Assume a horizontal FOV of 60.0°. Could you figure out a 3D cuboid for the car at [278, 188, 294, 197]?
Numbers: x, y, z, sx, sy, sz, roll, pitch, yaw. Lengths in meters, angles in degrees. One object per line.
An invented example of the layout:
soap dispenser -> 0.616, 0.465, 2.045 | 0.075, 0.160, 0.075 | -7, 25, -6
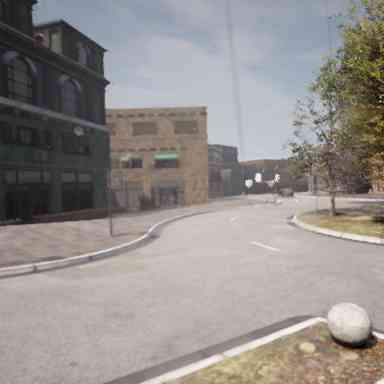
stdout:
car -> 15.391, 0.075, 54.665 | 2.128, 1.511, 4.902 | -2, 0, 4
